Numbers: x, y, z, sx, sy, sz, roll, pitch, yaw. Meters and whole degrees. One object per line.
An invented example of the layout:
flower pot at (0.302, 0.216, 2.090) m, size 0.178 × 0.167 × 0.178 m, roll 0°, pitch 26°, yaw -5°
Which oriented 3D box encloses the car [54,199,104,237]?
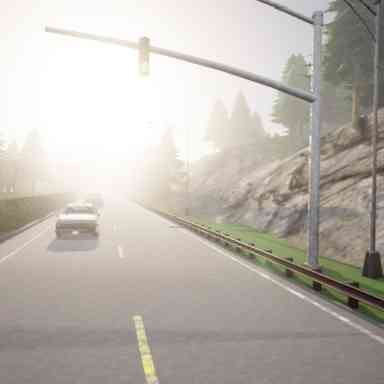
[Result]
car at (-5.605, 1.306, 16.699) m, size 2.033 × 1.411 × 5.357 m, roll 1°, pitch 0°, yaw -15°

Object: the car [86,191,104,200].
car at (-11.862, 0.807, 40.671) m, size 2.097 × 1.767 × 4.553 m, roll 1°, pitch 0°, yaw -15°
